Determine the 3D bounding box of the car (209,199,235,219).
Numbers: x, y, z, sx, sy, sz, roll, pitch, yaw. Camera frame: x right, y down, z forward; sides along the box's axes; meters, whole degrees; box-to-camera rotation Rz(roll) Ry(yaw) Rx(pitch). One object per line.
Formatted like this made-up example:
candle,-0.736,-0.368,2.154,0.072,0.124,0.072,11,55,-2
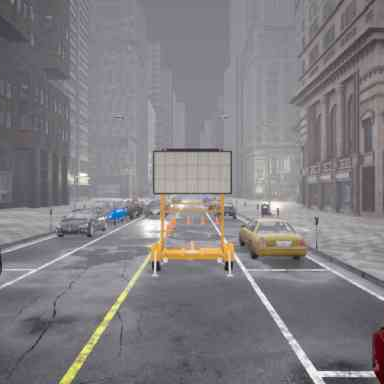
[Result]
car,2.813,1.555,28.799,2.008,1.369,4.403,0,0,0

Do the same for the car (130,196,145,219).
car,-5.729,1.320,28.826,2.192,1.841,5.009,0,0,0

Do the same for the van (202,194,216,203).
van,2.848,1.350,50.899,1.690,1.788,3.998,0,0,0

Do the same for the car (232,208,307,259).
car,2.788,1.527,12.394,1.752,1.417,4.829,0,0,0

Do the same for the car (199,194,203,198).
car,2.864,1.557,61.949,1.887,1.381,4.507,0,0,0

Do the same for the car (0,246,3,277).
car,-5.755,1.441,6.724,1.967,1.590,4.097,0,0,0

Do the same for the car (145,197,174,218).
car,-3.059,1.496,30.167,2.128,1.511,4.902,0,0,0

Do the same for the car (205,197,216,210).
car,2.830,1.589,39.849,1.802,1.307,4.206,0,0,0

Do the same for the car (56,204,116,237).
car,-5.742,1.553,17.775,2.008,1.369,4.403,0,0,0

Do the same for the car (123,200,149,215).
car,-5.723,1.550,34.352,1.887,1.381,4.507,0,0,0

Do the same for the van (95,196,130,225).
van,-5.735,1.345,23.301,1.690,1.788,3.998,0,0,0

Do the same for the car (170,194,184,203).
car,-2.915,1.518,61.897,1.837,1.490,4.892,0,0,0

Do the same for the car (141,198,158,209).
car,-5.710,1.533,45.233,1.752,1.417,4.829,0,0,0

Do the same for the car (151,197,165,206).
car,-5.697,1.555,56.453,1.887,1.381,4.507,0,0,0

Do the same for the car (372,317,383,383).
car,2.771,1.315,1.175,2.192,1.841,5.009,0,0,0

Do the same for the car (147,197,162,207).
car,-5.704,1.554,50.928,1.887,1.381,4.507,0,0,0

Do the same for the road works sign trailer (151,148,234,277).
road works sign trailer,0.014,0.466,10.265,2.380,3.560,2.880,0,0,0

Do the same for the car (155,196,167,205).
car,-5.691,1.557,61.979,1.887,1.381,4.507,0,0,0
